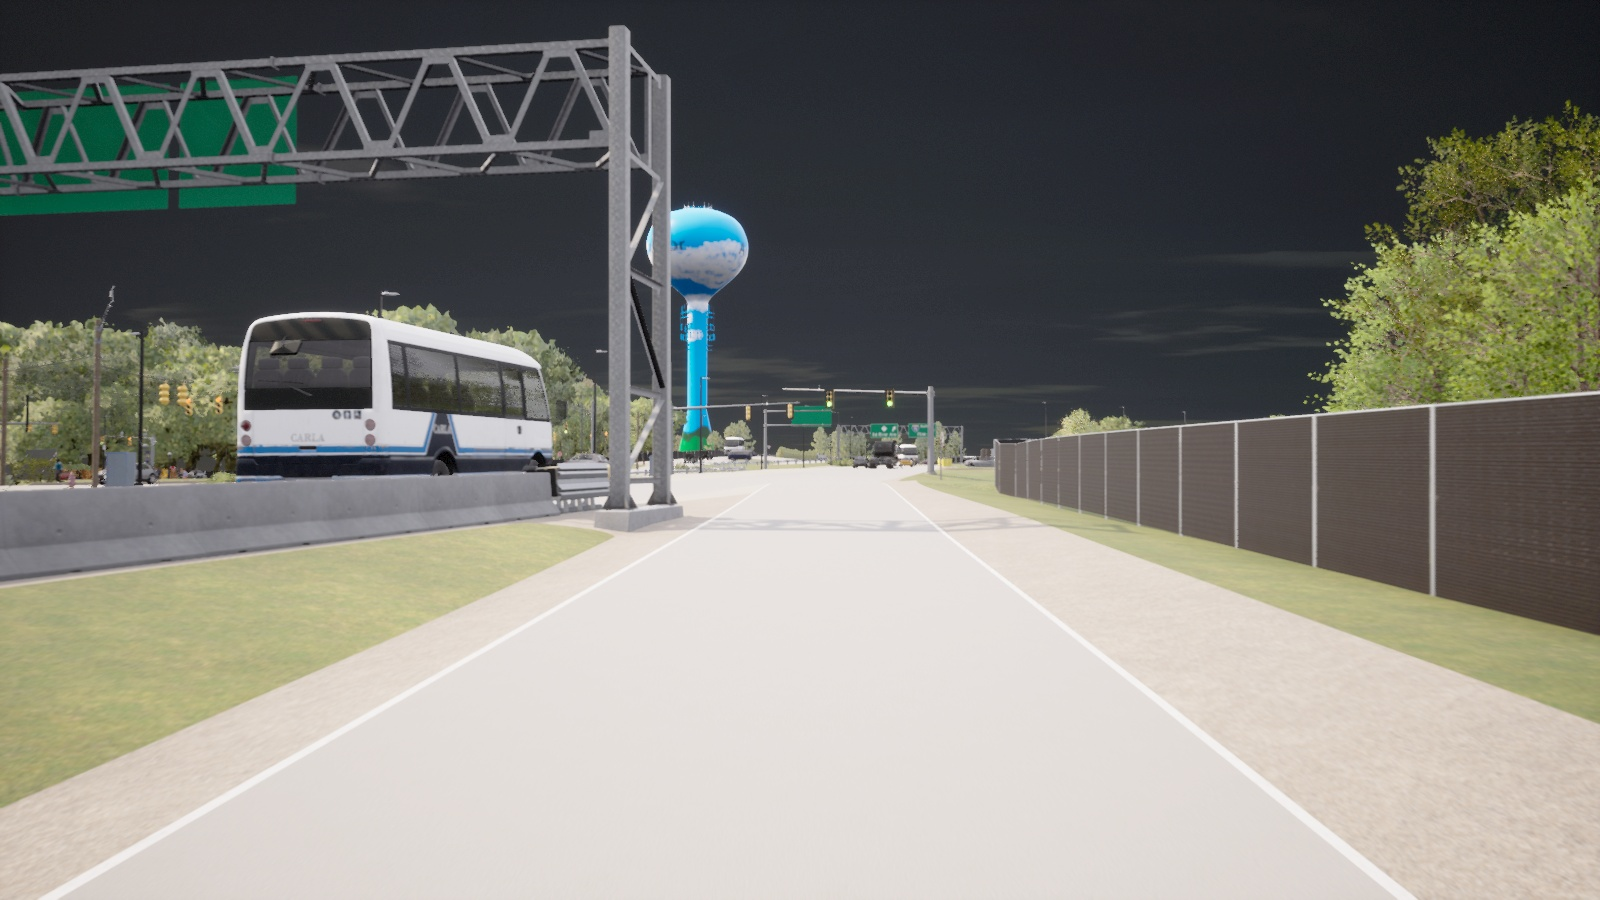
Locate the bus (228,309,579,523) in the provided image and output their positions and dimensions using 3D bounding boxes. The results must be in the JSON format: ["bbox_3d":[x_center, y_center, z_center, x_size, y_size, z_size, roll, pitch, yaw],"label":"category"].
[{"bbox_3d":[-8.935,-0.638,30.410,3.944,4.253,10.273,0,0,9],"label":"bus"}]

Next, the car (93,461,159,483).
[{"bbox_3d":[-46.072,1.507,85.898,1.970,1.475,3.806,0,-1,13],"label":"car"}]

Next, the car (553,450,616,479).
[{"bbox_3d":[-12.649,0.837,74.141,2.152,1.651,5.027,0,0,9],"label":"car"}]
